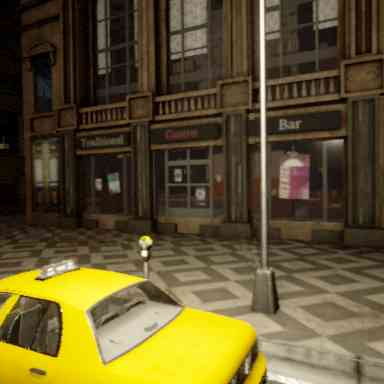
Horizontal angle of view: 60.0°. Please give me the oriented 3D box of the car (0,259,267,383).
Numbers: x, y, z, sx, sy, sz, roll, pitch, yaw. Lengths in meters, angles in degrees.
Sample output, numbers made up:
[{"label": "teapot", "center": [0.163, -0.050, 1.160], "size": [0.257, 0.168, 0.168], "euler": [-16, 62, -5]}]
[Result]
[{"label": "car", "center": [-1.676, 1.459, 3.740], "size": [4.829, 1.417, 1.752], "euler": [0, 1, 26]}]
